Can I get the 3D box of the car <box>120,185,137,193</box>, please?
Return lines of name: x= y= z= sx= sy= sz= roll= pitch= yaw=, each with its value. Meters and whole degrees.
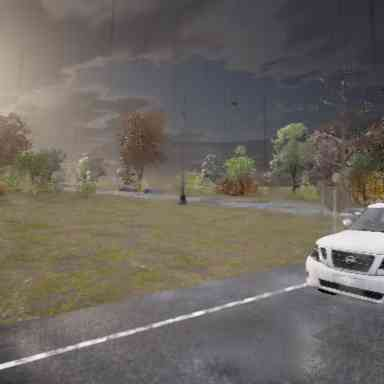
car: x=-12.192 y=-0.673 z=63.740 sx=2.128 sy=1.511 sz=4.902 roll=0 pitch=2 yaw=-36

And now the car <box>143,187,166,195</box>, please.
car: x=-6.382 y=-0.243 z=55.637 sx=1.895 sy=1.301 sz=4.718 roll=0 pitch=2 yaw=-36

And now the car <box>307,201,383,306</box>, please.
car: x=4.964 y=1.212 z=7.409 sx=5.566 sy=2.045 sz=2.150 roll=0 pitch=0 yaw=-35
